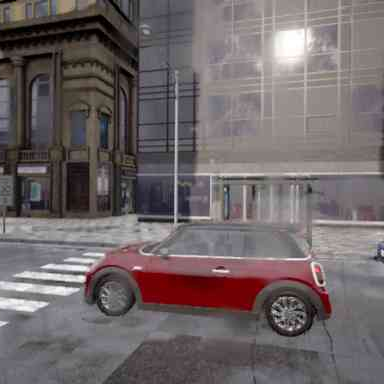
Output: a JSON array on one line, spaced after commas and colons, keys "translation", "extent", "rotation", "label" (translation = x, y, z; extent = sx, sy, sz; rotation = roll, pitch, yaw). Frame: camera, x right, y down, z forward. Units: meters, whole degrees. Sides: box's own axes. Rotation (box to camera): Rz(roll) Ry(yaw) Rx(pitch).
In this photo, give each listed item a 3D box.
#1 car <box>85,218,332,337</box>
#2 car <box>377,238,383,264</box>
[{"translation": [0.225, 1.358, 6.531], "extent": [4.553, 1.767, 2.097], "rotation": [0, 0, 16], "label": "car"}, {"translation": [7.583, 1.230, 7.823], "extent": [5.566, 2.045, 2.150], "rotation": [0, 0, 16], "label": "car"}]
